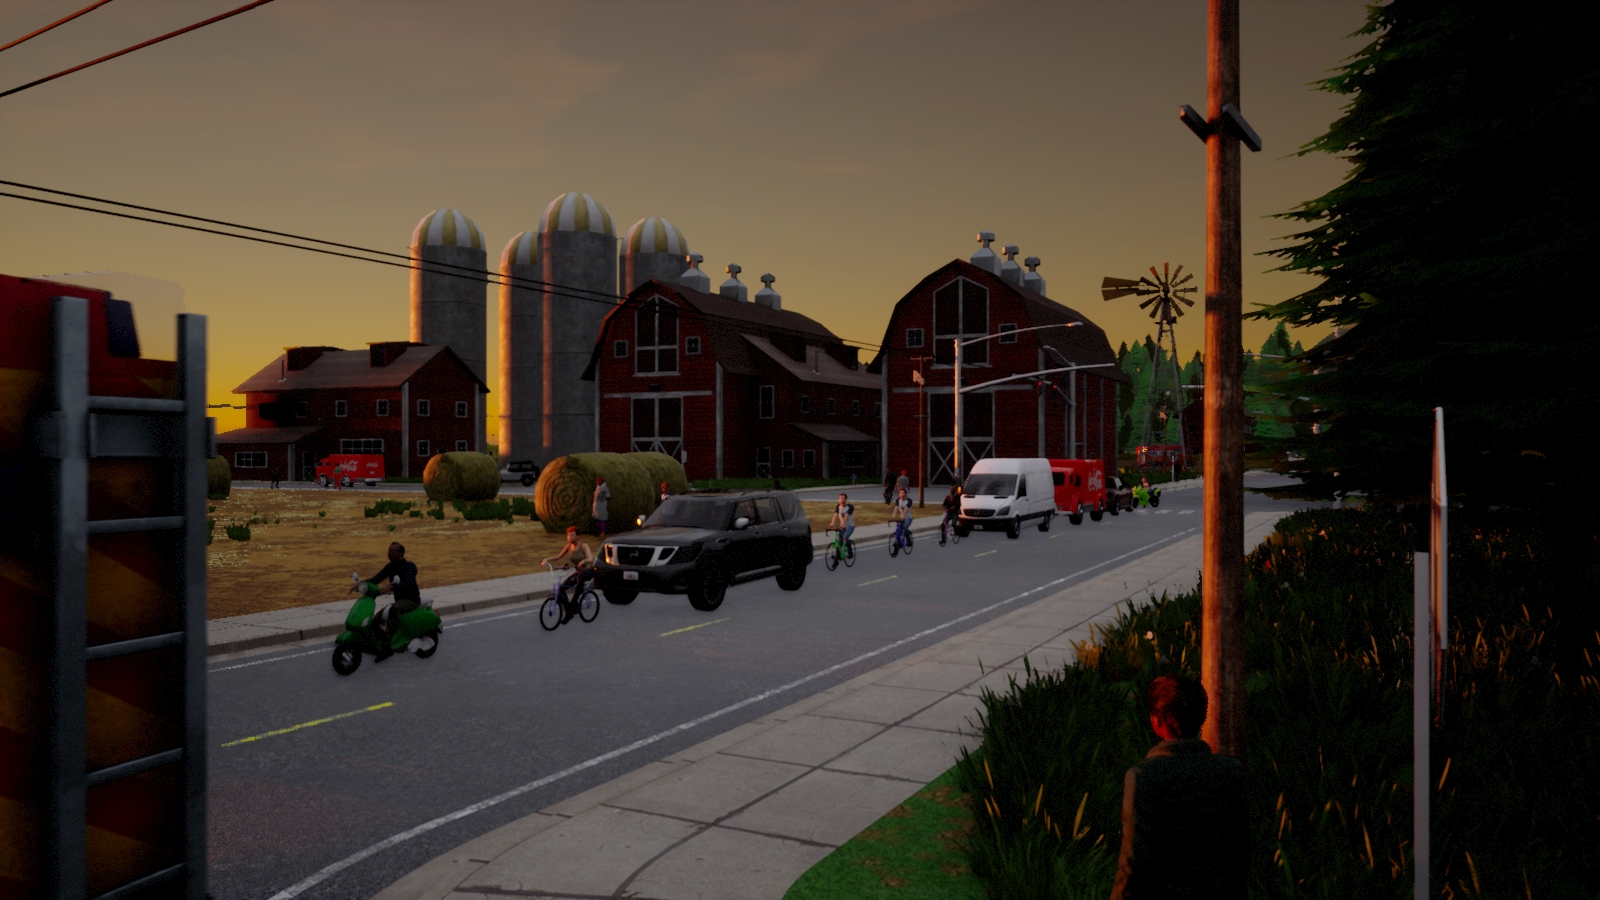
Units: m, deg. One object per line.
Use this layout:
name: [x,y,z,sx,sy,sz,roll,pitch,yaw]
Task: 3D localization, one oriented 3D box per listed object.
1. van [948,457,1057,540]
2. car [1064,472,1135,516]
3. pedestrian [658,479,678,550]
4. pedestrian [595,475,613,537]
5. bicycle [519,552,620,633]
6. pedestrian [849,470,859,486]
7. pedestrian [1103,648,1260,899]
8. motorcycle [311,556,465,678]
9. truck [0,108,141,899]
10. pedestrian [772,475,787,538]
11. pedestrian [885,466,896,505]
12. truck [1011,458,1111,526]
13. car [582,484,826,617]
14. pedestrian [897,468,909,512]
van: [6.973,1.536,38.782,1.988,2.561,5.915,0,0,27]
car: [13.441,1.905,51.121,2.097,1.767,4.553,0,0,28]
pedestrian: [-3.477,1.691,30.064,0.375,1.860,0.375,0,0,31]
pedestrian: [-5.928,1.678,34.553,0.375,1.860,0.375,0,0,45]
bicycle: [-3.674,2.257,18.307,0.859,1.080,1.487,0,0,27]
pedestrian: [3.736,1.935,78.712,0.500,1.100,0.500,0,0,41]
pedestrian: [1.329,1.664,4.008,0.375,1.860,0.375,0,0,-15]
motorcycle: [-5.376,2.143,15.018,0.856,1.316,1.805,0,0,28]
truck: [-6.744,0.870,4.033,8.468,3.827,2.891,0,0,20]
pedestrian: [-0.624,1.696,34.514,0.375,1.860,0.375,0,0,15]
pedestrian: [4.305,1.675,54.536,0.375,1.860,0.375,0,0,-30]
truck: [10.398,1.570,45.243,2.627,2.467,5.204,0,0,27]
car: [-1.643,1.781,22.175,2.150,2.045,5.566,0,0,26]
pedestrian: [4.323,1.679,48.075,0.375,1.860,0.375,0,0,26]
